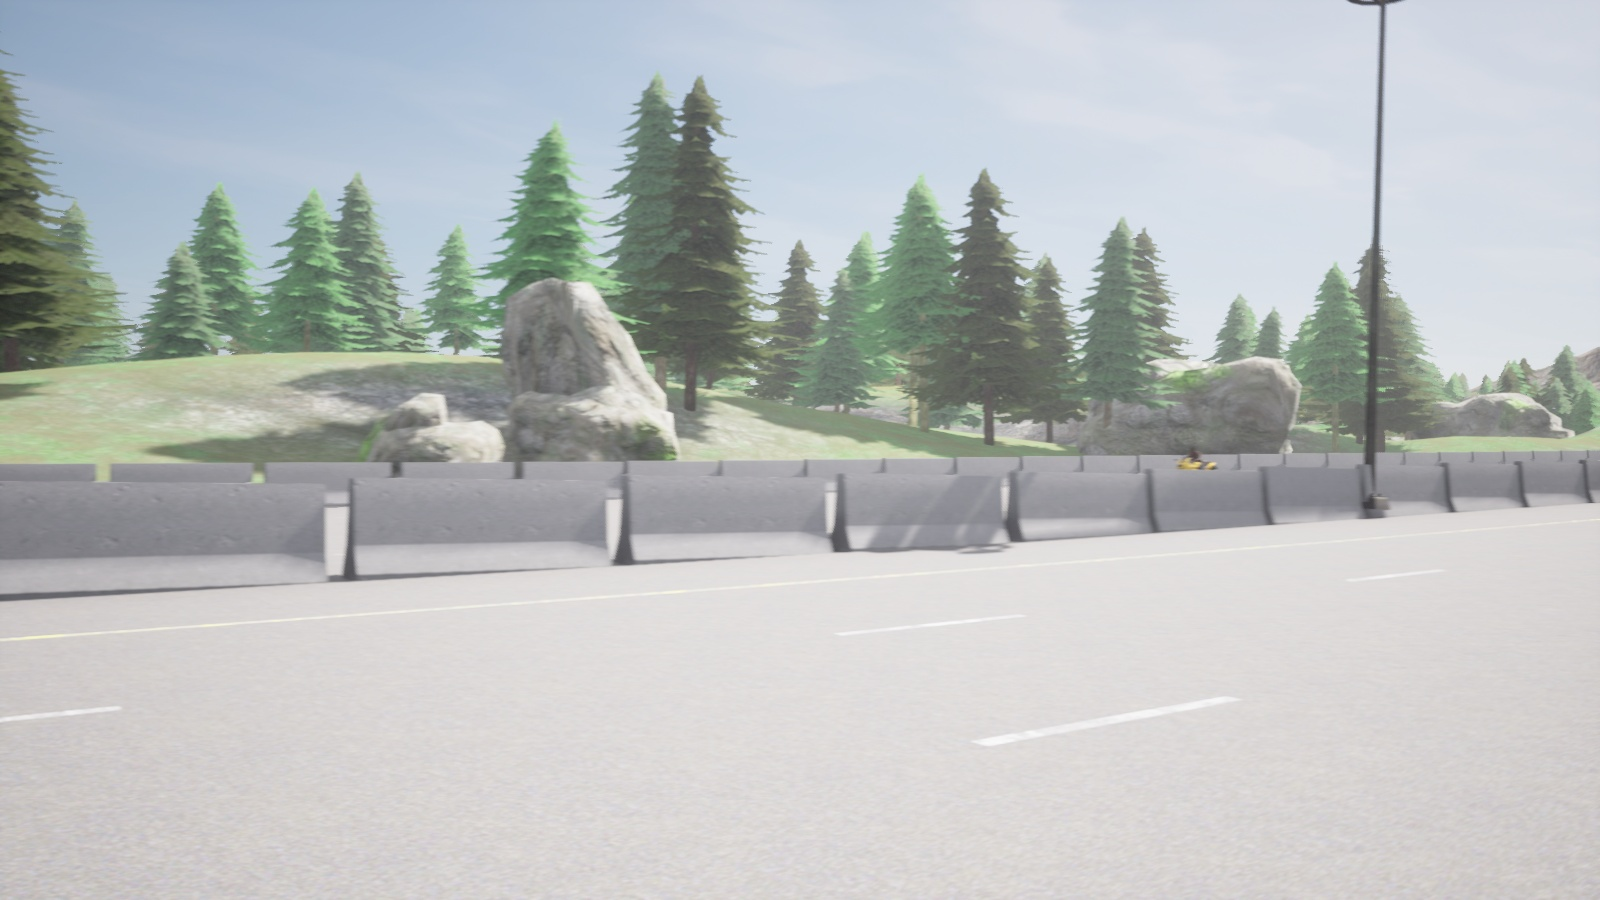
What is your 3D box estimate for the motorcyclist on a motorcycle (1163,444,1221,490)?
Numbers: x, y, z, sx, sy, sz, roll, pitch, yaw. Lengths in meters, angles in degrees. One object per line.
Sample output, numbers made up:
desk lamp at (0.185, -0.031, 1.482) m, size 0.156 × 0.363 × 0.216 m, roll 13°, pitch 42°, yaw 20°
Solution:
motorcyclist on a motorcycle at (13.372, 0.558, 42.817) m, size 2.044 × 1.523 × 0.797 m, roll -1°, pitch 0°, yaw -35°
